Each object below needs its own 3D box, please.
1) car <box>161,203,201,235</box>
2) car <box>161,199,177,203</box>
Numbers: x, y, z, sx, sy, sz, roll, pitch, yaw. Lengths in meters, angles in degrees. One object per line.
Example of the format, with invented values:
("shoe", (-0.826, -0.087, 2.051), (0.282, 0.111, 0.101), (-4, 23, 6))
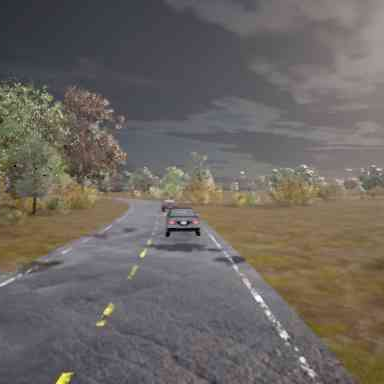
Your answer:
("car", (-0.574, 1.558, 18.764), (2.033, 1.411, 5.357), (0, 0, -4))
("car", (-2.780, 1.550, 40.360), (1.812, 1.442, 4.674), (0, 0, -8))
